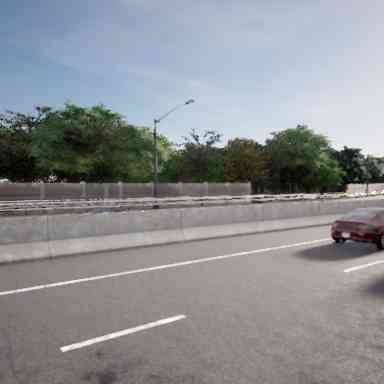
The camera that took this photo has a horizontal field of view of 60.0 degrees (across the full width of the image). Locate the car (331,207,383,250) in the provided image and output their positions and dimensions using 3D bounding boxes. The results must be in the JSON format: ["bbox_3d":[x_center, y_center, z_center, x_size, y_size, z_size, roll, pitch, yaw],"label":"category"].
[{"bbox_3d":[7.427,1.345,13.336,4.674,1.442,1.812,-1,1,-35],"label":"car"}]

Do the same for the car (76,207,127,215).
[{"bbox_3d":[-4.924,1.483,17.640,4.181,1.385,1.994,-1,1,-35],"label":"car"}]
